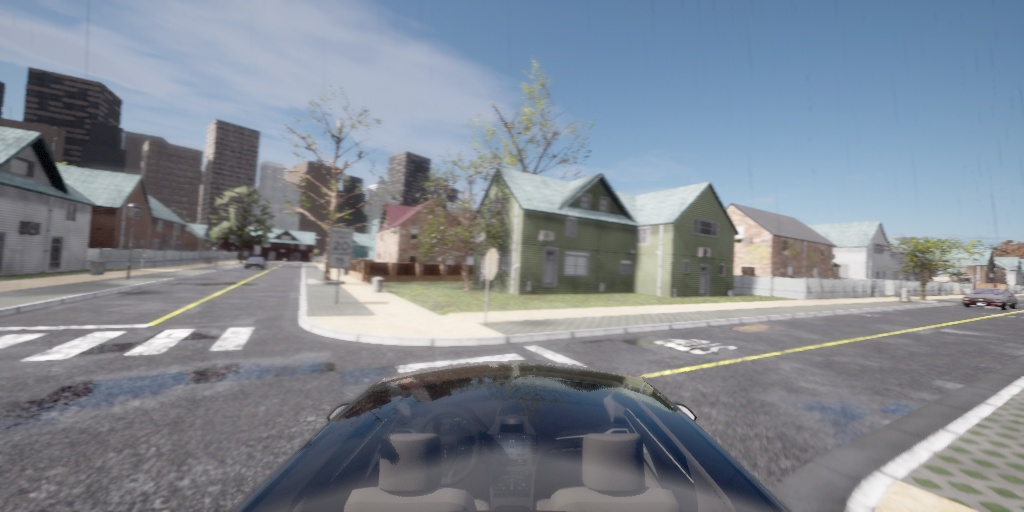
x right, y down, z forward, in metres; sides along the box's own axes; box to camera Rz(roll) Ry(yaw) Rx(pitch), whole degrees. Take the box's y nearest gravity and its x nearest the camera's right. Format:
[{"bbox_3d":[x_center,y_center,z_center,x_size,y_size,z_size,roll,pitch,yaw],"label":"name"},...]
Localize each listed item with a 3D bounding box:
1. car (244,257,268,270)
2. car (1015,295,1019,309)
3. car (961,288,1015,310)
[{"bbox_3d":[-29.042,0.822,40.835,2.033,1.411,5.357,4,-2,-29],"label":"car"},{"bbox_3d":[32.243,2.790,21.268,4.902,1.511,2.128,3,-2,-29],"label":"car"},{"bbox_3d":[34.070,3.010,25.487,5.357,1.411,2.033,3,-1,-28],"label":"car"}]
